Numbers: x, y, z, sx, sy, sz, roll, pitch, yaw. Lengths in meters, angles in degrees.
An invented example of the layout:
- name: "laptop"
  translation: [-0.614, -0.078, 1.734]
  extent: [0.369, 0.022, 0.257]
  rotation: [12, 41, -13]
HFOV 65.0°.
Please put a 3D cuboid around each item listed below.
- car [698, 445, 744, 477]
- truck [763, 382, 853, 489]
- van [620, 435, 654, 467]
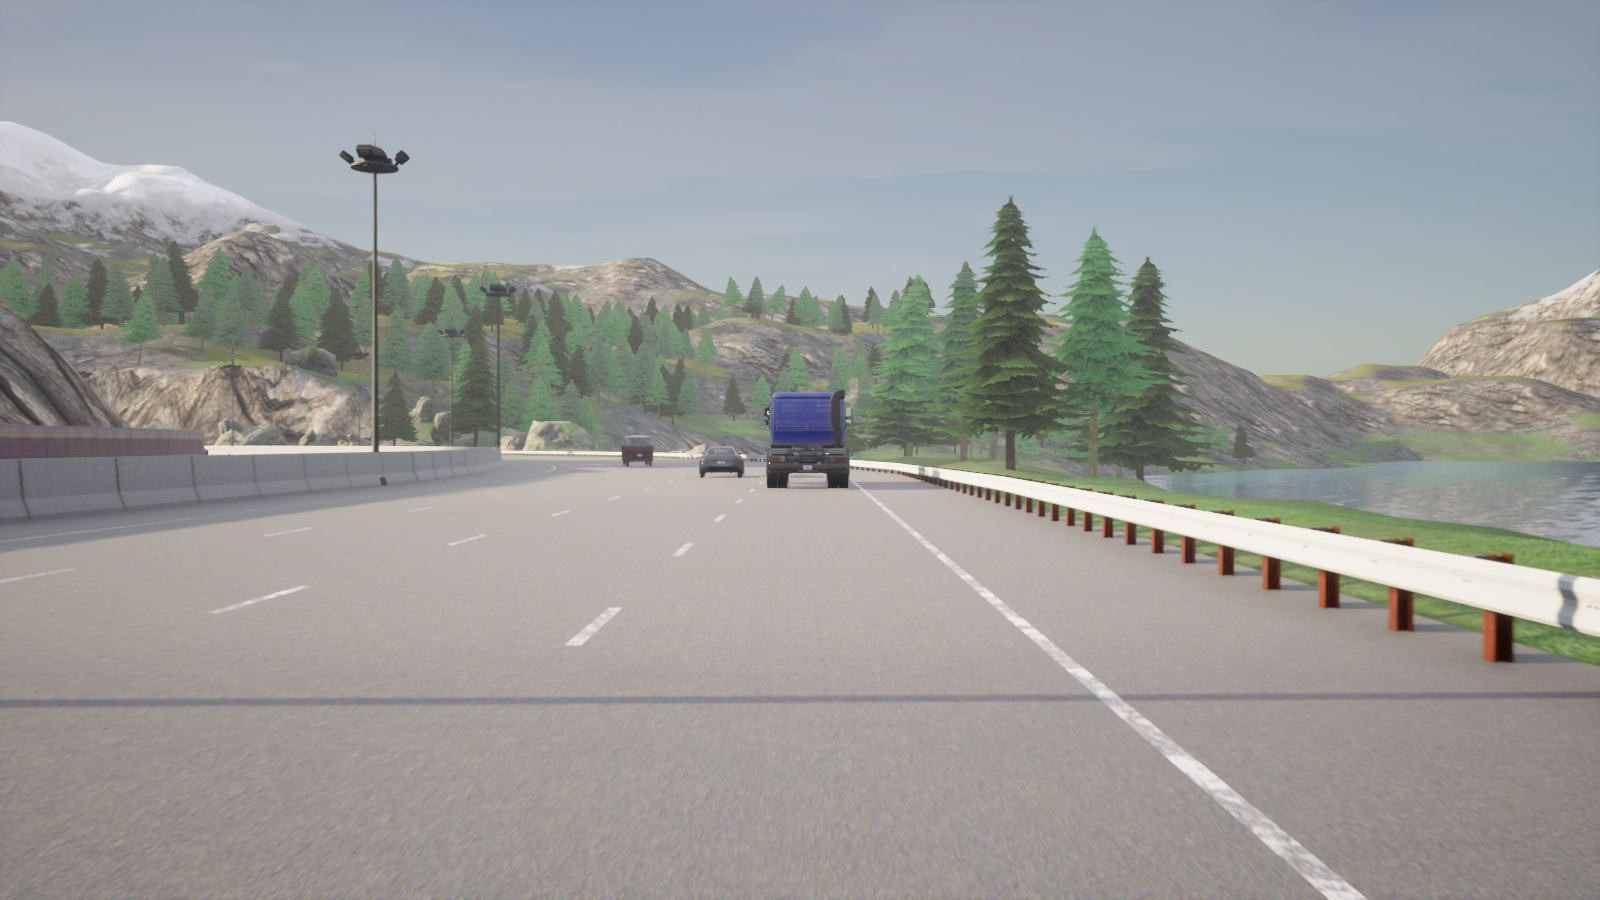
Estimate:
- name: "car"
  translation: [-3.553, 0.488, 56.710]
  extent: [1.994, 1.385, 4.181]
  rotation: [0, 0, -4]
- name: "truck"
  translation: [0.268, -0.486, 44.451]
  extent: [2.891, 3.462, 7.936]
  rotation: [0, 0, 0]
- name: "van"
  translation: [-10.560, 0.034, 80.975]
  extent: [1.775, 1.987, 4.442]
  rotation: [0, 0, -12]
